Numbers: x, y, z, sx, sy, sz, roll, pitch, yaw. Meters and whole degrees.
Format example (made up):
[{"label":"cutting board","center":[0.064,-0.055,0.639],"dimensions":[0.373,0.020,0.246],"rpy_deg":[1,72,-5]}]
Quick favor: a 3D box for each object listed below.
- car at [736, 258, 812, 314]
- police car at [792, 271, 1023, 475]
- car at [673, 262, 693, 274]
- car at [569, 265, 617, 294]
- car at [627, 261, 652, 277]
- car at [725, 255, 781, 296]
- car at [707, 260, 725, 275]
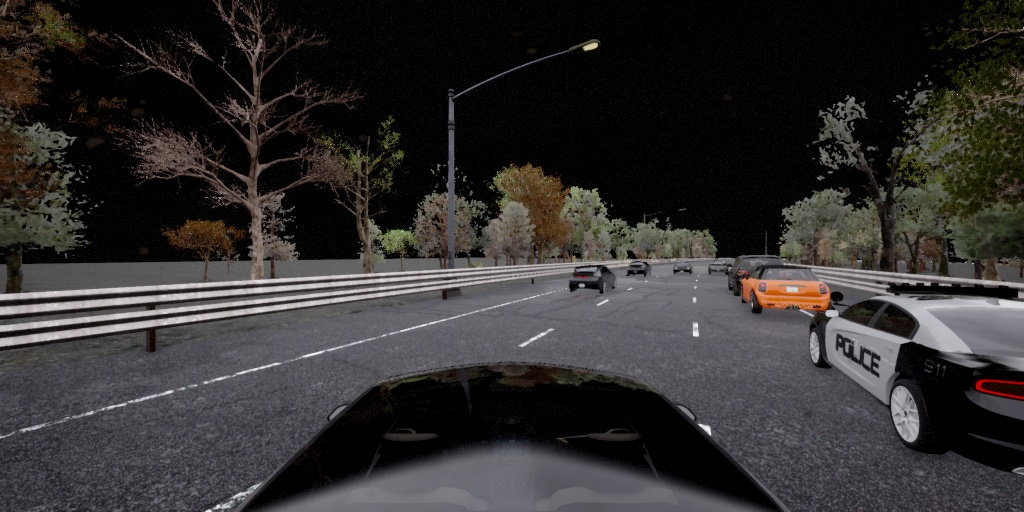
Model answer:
[{"label":"car","center":[9.979,1.102,13.428],"dimensions":[2.097,1.767,4.553],"rpy_deg":[0,0,27]},{"label":"police car","center":[5.624,1.175,4.721],"dimensions":[1.930,1.638,5.238],"rpy_deg":[0,0,26]},{"label":"car","center":[19.470,1.369,40.745],"dimensions":[1.895,1.301,4.718],"rpy_deg":[0,0,29]},{"label":"car","center":[4.697,1.257,20.512],"dimensions":[1.837,1.490,4.892],"rpy_deg":[0,0,27]},{"label":"car","center":[12.760,1.266,35.763],"dimensions":[1.837,1.490,4.892],"rpy_deg":[0,0,29]},{"label":"car","center":[12.711,0.978,18.753],"dimensions":[2.150,2.045,5.566],"rpy_deg":[0,0,27]},{"label":"car","center":[22.585,1.260,39.278],"dimensions":[2.128,1.511,4.902],"rpy_deg":[0,0,30]}]
